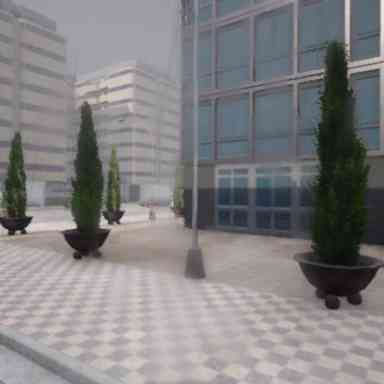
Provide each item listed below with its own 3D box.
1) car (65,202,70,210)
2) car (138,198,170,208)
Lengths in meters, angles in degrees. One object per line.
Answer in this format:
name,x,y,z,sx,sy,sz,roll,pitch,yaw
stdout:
car,-13.135,1.388,40.592,2.128,1.511,4.902,0,0,35
car,-5.140,1.512,45.849,1.895,1.301,4.718,0,0,35
